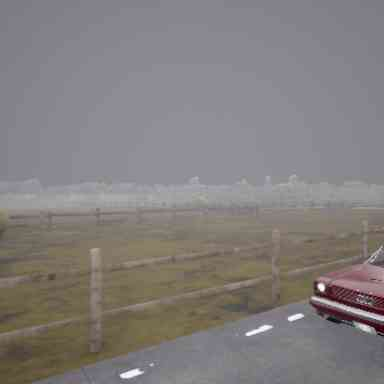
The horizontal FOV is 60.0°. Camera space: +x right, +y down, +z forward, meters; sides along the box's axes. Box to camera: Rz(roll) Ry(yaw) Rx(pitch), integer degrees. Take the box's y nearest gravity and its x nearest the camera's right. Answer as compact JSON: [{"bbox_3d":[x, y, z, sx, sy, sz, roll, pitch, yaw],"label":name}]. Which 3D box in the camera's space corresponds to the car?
[{"bbox_3d":[4.220,1.596,5.963,4.718,1.301,1.895,0,0,-36],"label":"car"}]
